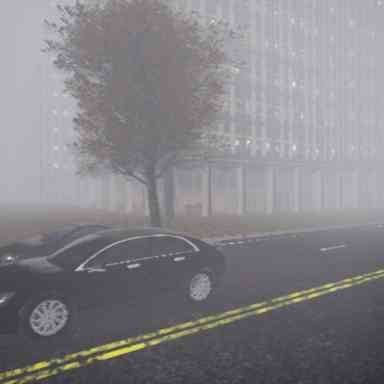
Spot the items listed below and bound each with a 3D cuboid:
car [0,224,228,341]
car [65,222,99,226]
[{"bbox_3d":[-1.487,1.516,6.617,4.892,1.490,1.837,0,0,-35],"label":"car"},{"bbox_3d":[-3.200,1.576,9.387,4.181,1.385,1.994,0,0,-35],"label":"car"}]
